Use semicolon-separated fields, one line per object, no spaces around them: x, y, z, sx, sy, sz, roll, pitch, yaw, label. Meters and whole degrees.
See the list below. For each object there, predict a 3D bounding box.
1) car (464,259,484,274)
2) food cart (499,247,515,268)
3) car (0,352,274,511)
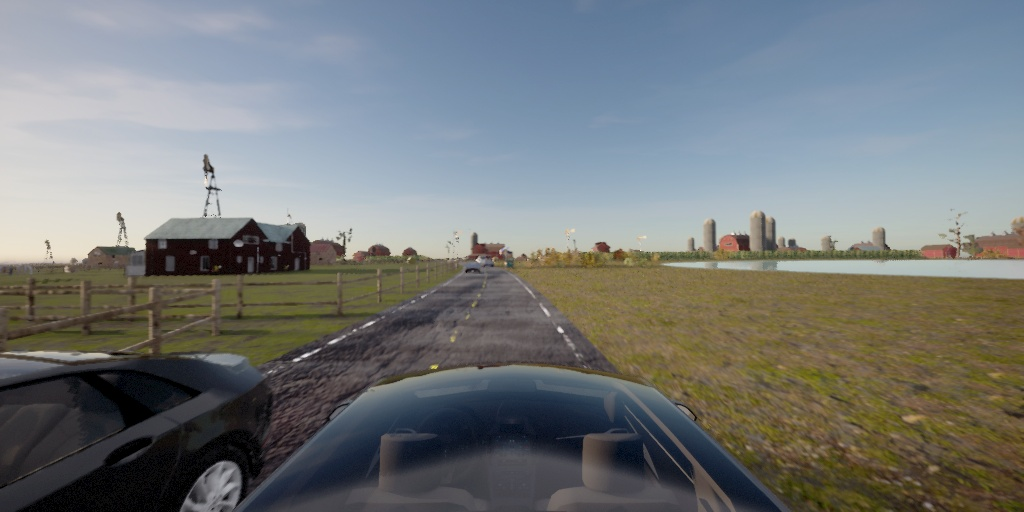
-4.597;1.341;42.516;2.033;1.411;5.357;1;0;-5;car
-0.548;0.326;61.697;2.280;3.560;4.660;0;0;-7;food cart
-2.873;1.258;0.965;1.837;1.490;4.892;0;0;0;car
